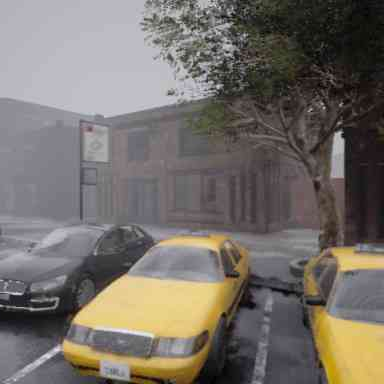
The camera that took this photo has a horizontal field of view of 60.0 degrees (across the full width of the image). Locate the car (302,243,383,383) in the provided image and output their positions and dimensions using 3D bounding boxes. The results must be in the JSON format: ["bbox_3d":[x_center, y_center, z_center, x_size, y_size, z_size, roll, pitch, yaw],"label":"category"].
[{"bbox_3d":[2.397,1.481,4.164,1.946,1.575,5.366,1,-1,16],"label":"car"}]

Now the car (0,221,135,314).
[{"bbox_3d":[-2.435,1.488,7.837,2.231,1.521,4.892,1,-1,16],"label":"car"}]

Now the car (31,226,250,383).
[{"bbox_3d":[-0.047,1.481,5.907,1.946,1.575,5.366,1,-1,16],"label":"car"}]
